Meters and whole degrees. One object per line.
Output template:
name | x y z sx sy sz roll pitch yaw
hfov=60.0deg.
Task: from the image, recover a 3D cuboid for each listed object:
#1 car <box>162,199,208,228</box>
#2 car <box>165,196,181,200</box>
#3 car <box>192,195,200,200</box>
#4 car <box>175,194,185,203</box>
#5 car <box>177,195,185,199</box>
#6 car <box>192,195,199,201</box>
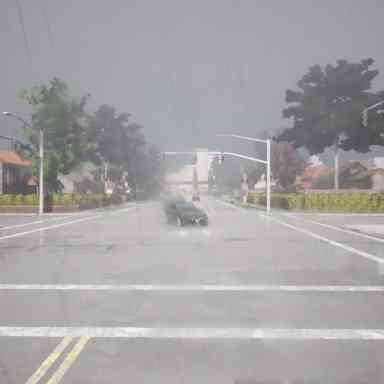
car | -0.515 1.504 22.318 1.837 1.490 4.892 -1 0 -21
car | -2.866 1.547 43.752 2.033 1.411 5.357 0 0 0
car | 0.964 1.500 79.081 1.837 1.490 4.892 0 0 0
car | -2.581 1.355 72.393 2.097 1.767 4.553 0 0 0
car | -2.752 1.477 58.496 1.882 1.535 5.008 0 0 1
car | 1.032 1.514 89.479 1.812 1.442 4.674 0 0 0
